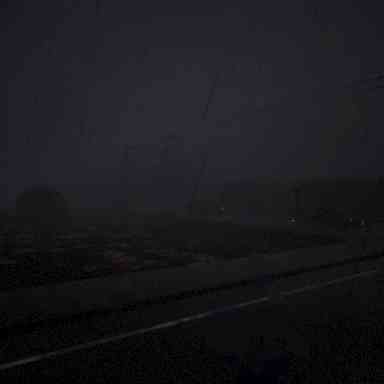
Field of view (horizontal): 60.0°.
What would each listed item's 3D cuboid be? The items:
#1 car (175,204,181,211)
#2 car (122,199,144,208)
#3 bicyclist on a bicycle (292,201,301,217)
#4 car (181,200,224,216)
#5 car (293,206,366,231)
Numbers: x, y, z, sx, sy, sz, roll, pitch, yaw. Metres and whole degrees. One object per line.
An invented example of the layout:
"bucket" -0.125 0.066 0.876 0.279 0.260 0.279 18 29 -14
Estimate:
"car" -0.054 1.817 43.045 2.033 1.411 5.357 1 0 -35
"car" -8.841 1.797 49.602 1.837 1.490 4.892 1 0 -33
"bicyclist on a bicycle" 10.604 1.745 33.569 1.656 1.620 0.582 0 0 -35
"car" 1.294 1.585 34.591 2.097 1.767 4.553 1 0 -35
"car" 9.343 1.721 22.905 2.128 1.511 4.902 1 0 -35
